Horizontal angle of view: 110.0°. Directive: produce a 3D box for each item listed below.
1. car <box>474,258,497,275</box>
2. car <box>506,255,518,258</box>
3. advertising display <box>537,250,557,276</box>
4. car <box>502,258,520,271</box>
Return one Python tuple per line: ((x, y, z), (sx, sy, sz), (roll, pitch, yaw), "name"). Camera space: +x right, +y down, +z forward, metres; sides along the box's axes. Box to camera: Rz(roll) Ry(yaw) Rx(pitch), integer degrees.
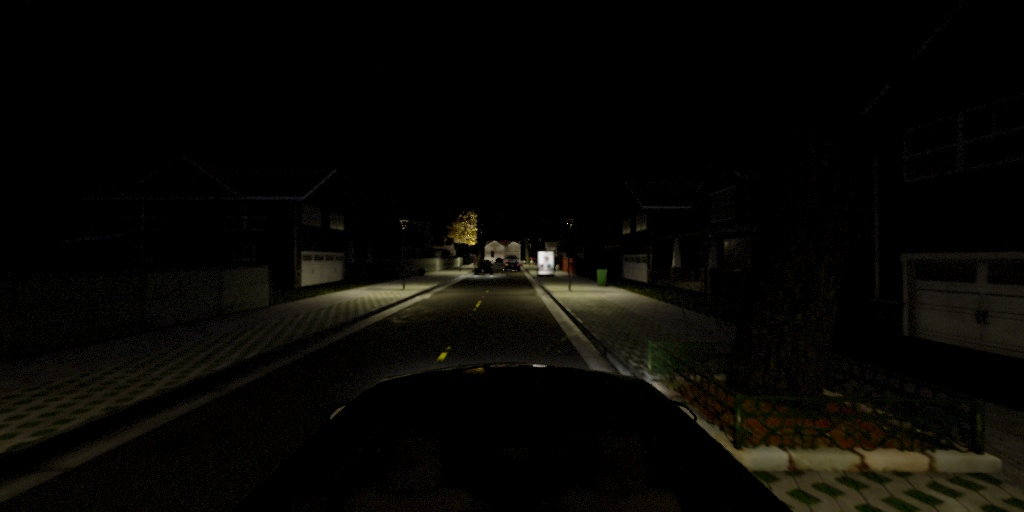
((-2.847, 1.199, 37.291), (1.837, 1.490, 4.892), (0, 0, 0), "car")
((-0.007, 0.877, 57.525), (2.150, 2.045, 5.566), (0, 0, 0), "car")
((3.006, 0.730, 31.619), (1.540, 2.440, 0.280), (0, 0, 0), "advertising display")
((0.053, 1.239, 46.972), (1.994, 1.385, 4.181), (0, 0, 0), "car")
